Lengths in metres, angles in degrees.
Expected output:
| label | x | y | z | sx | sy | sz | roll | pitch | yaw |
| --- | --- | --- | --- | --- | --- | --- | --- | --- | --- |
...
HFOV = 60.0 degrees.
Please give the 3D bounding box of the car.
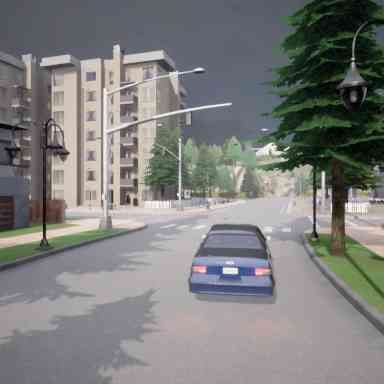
| label | x | y | z | sx | sy | sz | roll | pitch | yaw |
| --- | --- | --- | --- | --- | --- | --- | --- | --- | --- |
| car | 1.133 | 1.547 | 8.810 | 2.033 | 1.411 | 5.357 | 0 | 0 | 9 |
